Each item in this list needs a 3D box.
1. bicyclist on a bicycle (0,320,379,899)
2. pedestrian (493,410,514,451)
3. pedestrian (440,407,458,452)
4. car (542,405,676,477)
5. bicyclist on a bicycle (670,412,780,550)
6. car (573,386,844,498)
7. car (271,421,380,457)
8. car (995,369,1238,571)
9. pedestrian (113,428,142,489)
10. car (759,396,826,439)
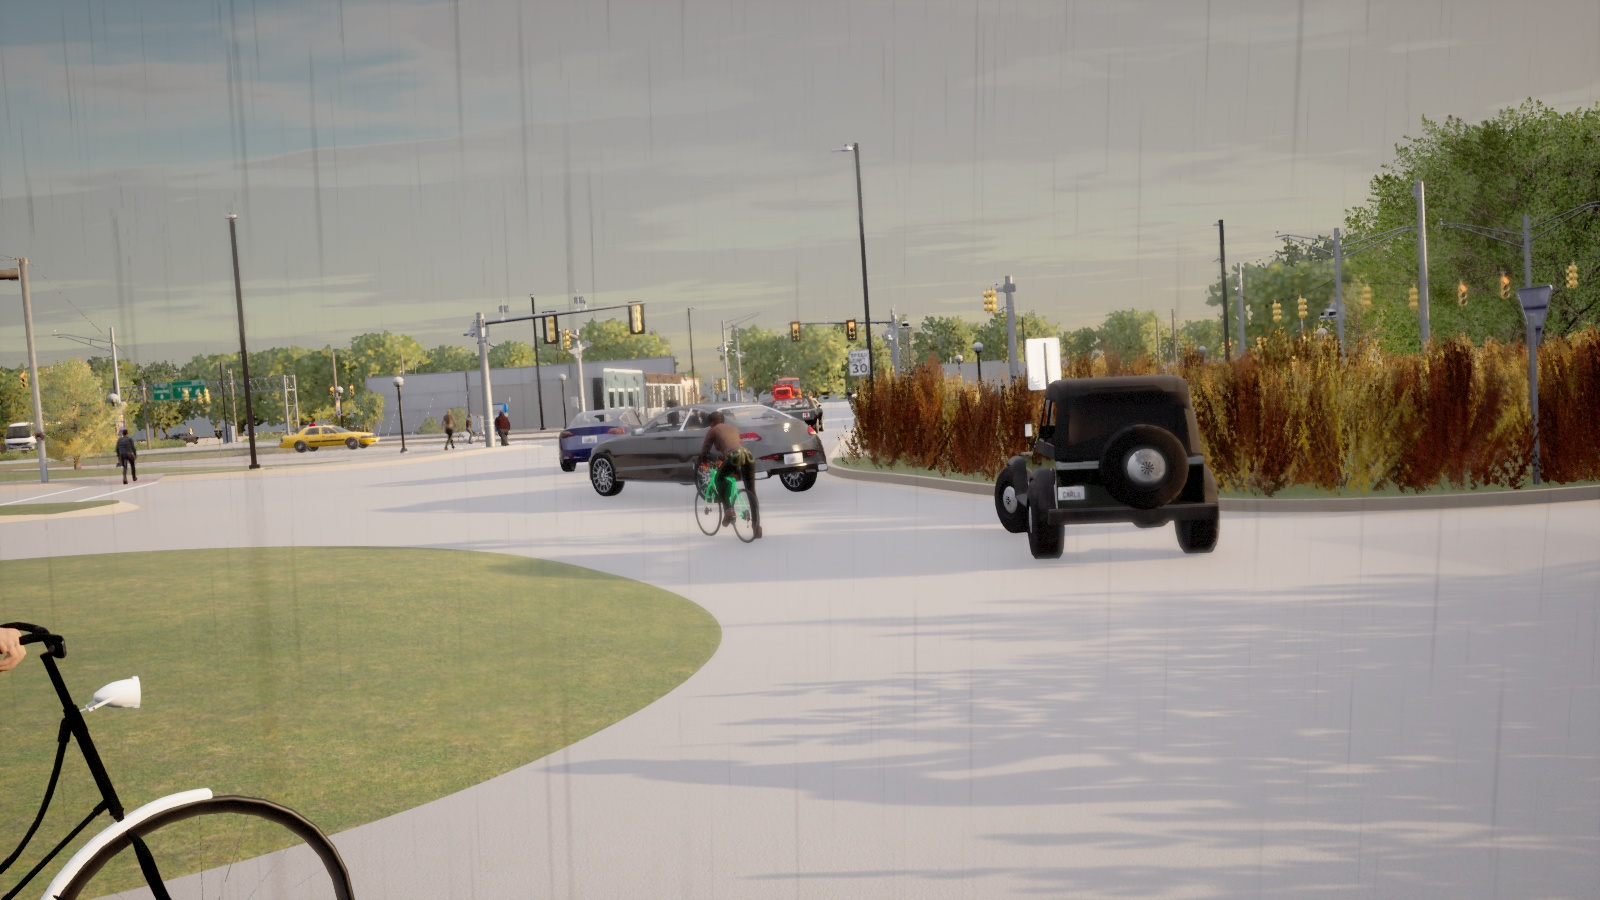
[{"bbox_3d":[-1.874,0.645,2.509,1.843,1.776,0.659,0,-1,-36],"label":"bicyclist on a bicycle"},{"bbox_3d":[-13.858,-0.923,58.687,0.634,1.844,0.899,-5,4,-22],"label":"pedestrian"},{"bbox_3d":[-14.803,-0.854,52.959,0.331,1.846,0.634,-3,3,15],"label":"pedestrian"},{"bbox_3d":[-4.810,-0.304,32.408,2.163,1.488,4.792,-4,2,6],"label":"car"},{"bbox_3d":[-0.972,0.343,15.848,0.582,1.620,1.656,-5,4,-32],"label":"bicyclist on a bicycle"},{"bbox_3d":[-1.757,-0.178,22.448,2.152,1.651,5.027,-7,5,-40],"label":"car"},{"bbox_3d":[-26.766,-0.631,70.948,5.366,1.575,1.801,-4,3,1],"label":"car"},{"bbox_3d":[3.380,0.101,14.150,1.905,1.878,3.866,-3,3,4],"label":"car"},{"bbox_3d":[-22.045,0.267,41.196,0.423,1.949,0.788,-5,3,-9],"label":"pedestrian"},{"bbox_3d":[-0.194,-1.192,44.826,1.895,1.301,4.718,-4,2,5],"label":"car"}]
